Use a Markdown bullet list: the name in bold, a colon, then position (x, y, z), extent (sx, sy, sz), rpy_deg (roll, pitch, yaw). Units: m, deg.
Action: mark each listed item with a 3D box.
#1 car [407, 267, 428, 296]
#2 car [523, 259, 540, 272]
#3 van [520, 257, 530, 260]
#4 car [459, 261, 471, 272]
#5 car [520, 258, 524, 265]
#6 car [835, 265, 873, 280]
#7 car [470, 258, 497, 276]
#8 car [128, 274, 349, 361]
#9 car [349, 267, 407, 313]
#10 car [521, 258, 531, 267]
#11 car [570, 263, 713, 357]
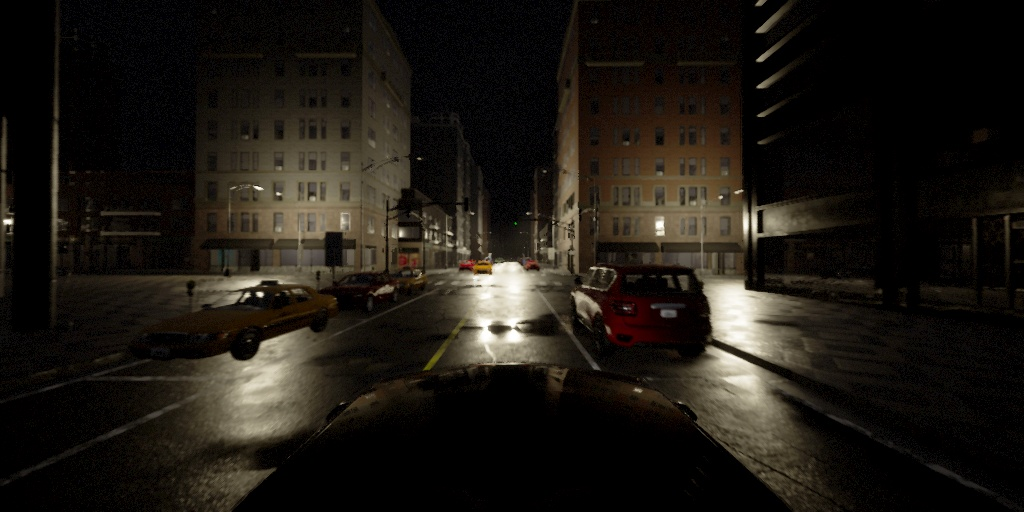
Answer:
- **car**: position (-5.851, 1.287, 19.613), extent (1.751, 1.417, 4.829), rpy_deg (0, 0, 0)
- **car**: position (2.683, 1.362, 46.791), extent (1.802, 1.307, 4.207), rpy_deg (0, 0, 0)
- **van**: position (2.688, 1.134, 63.811), extent (1.690, 1.789, 3.998), rpy_deg (0, 0, 0)
- **car**: position (-5.843, 1.325, 46.802), extent (1.888, 1.381, 4.507), rpy_deg (0, 0, 0)
- **car**: position (2.686, 1.370, 58.138), extent (1.802, 1.307, 4.207), rpy_deg (0, 0, 0)
- **car**: position (33.439, 1.570, 33.863), extent (4.902, 1.511, 2.128), rpy_deg (1, -1, 1)
- **car**: position (-2.984, 1.301, 38.235), extent (1.882, 1.535, 5.008), rpy_deg (0, 1, 0)
- **car**: position (-5.854, 1.280, 8.364), extent (1.751, 1.417, 4.829), rpy_deg (0, 0, 0)
- **car**: position (-5.852, 1.303, 14.158), extent (1.888, 1.381, 4.507), rpy_deg (0, 0, 0)
- **car**: position (2.685, 1.366, 52.464), extent (1.802, 1.307, 4.207), rpy_deg (0, 0, 0)
- **car**: position (2.672, 1.069, 8.522), extent (2.192, 1.841, 5.009), rpy_deg (0, 0, 0)
